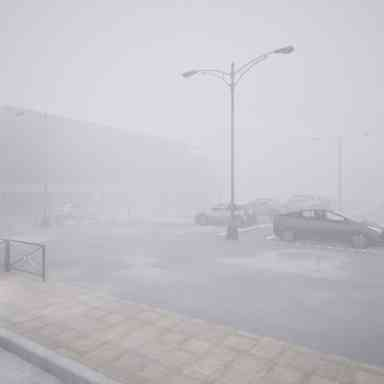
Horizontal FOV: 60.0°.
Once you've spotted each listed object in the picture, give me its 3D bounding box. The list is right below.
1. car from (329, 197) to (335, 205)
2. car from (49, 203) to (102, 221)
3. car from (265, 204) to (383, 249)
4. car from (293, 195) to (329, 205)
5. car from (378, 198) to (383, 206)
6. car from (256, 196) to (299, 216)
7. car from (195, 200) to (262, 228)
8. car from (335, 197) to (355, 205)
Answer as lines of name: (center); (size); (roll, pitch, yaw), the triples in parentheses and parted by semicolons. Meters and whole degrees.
car: (14.200, 1.291, 39.938); (4.605, 1.855, 1.932); (0, 0, 35)
car: (-10.076, 1.707, 29.025); (1.812, 1.442, 4.674); (0, 0, 35)
car: (5.808, 1.490, 14.349); (4.514, 1.523, 2.007); (0, 0, 35)
car: (12.873, 1.271, 37.321); (3.866, 1.878, 1.905); (0, 0, 35)
car: (29.336, 1.577, 48.395); (3.806, 1.475, 1.970); (0, 0, 35)
car: (5.542, 1.347, 26.835); (5.027, 1.636, 2.152); (0, 0, 35)
car: (2.130, 1.426, 21.390); (3.806, 1.475, 1.970); (0, 0, 35)
car: (24.962, 1.567, 55.090); (3.633, 1.501, 1.845); (0, 0, 35)
